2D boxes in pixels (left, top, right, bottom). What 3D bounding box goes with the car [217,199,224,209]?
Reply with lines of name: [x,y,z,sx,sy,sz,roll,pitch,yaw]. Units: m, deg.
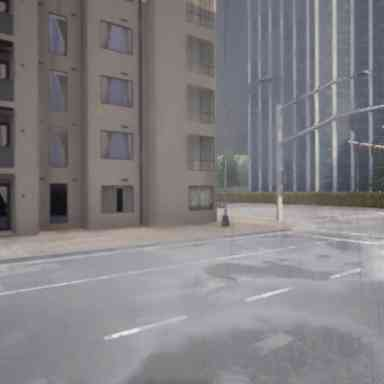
car: [2.464,1.414,41.854,1.994,1.385,4.181,0,0,-35]
